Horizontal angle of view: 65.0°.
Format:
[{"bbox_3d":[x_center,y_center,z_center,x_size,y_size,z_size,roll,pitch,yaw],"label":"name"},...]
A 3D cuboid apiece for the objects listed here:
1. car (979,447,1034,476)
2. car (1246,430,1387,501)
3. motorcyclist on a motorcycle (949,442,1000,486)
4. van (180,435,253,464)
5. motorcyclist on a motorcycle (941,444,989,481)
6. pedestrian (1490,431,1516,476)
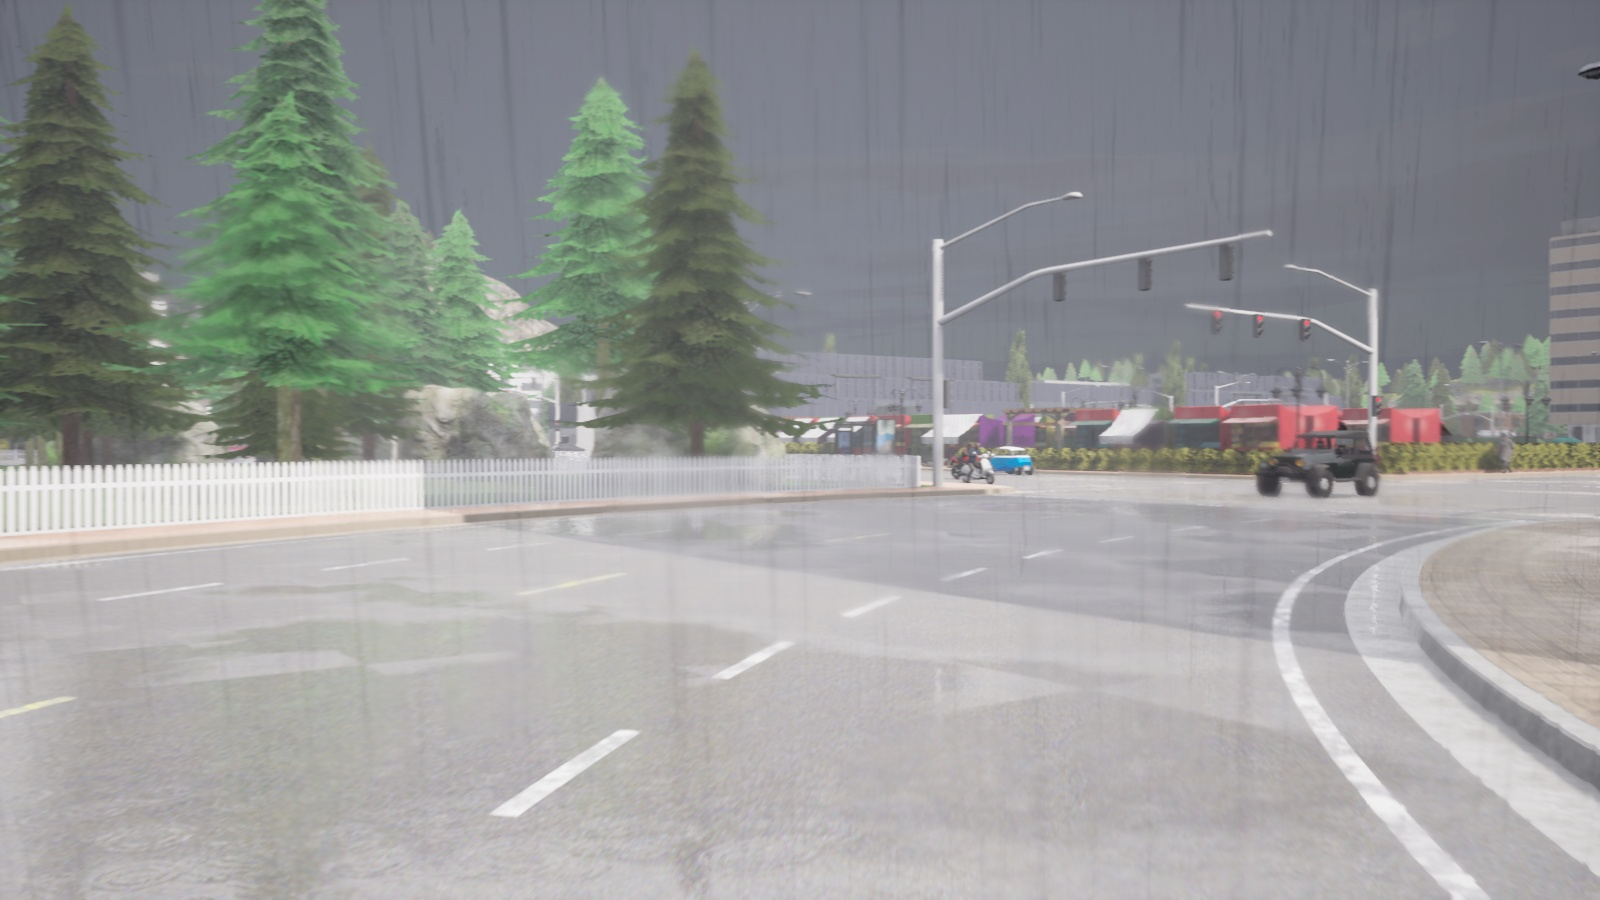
[{"bbox_3d":[9.938,0.535,60.442,1.481,1.376,2.207,0,1,-35],"label":"car"},{"bbox_3d":[14.561,0.407,35.346,3.866,1.878,1.905,0,0,-36],"label":"car"},{"bbox_3d":[6.534,0.502,47.025,0.866,1.590,1.817,0,0,-35],"label":"motorcyclist on a motorcycle"},{"bbox_3d":[-40.843,-0.028,87.914,4.442,1.987,1.775,0,0,-34],"label":"van"},{"bbox_3d":[6.895,0.500,52.593,0.797,1.523,2.044,0,0,-35],"label":"motorcyclist on a motorcycle"},{"bbox_3d":[31.237,0.149,55.796,0.873,1.952,0.659,0,0,-35],"label":"pedestrian"}]
